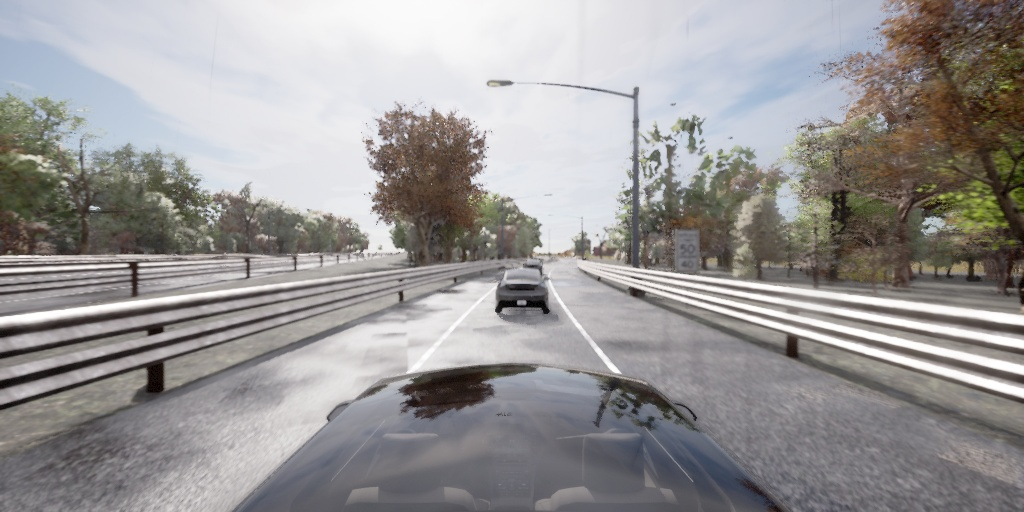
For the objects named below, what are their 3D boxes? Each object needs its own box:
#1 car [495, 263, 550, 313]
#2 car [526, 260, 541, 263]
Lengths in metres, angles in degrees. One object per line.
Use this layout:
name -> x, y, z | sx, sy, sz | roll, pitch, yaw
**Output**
car -> 0.409, 1.226, 13.897 | 1.837, 1.490, 4.892 | 0, 1, 2
car -> 2.255, 1.158, 37.193 | 1.837, 1.490, 4.892 | 0, 1, 6
